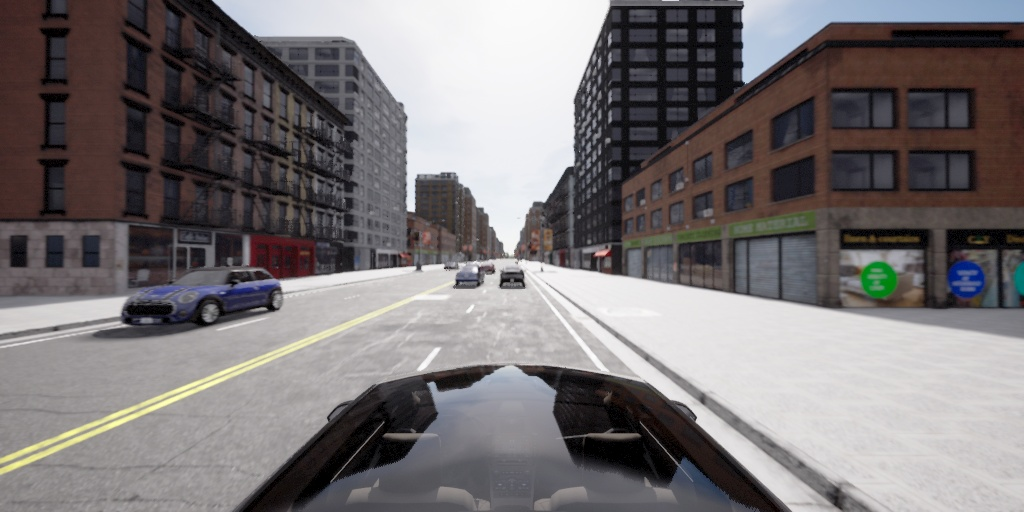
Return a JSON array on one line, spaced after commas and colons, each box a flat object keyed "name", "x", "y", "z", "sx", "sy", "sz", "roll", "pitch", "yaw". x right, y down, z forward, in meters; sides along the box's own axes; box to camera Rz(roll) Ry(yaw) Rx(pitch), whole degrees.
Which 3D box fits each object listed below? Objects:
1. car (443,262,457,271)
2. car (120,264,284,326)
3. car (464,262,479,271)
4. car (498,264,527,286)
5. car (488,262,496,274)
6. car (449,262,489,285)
[{"name": "car", "x": -9.786, "y": 1.612, "z": 58.349, "sx": 2.033, "sy": 1.411, "sz": 5.357, "roll": 0, "pitch": 0, "yaw": 1}, {"name": "car", "x": -9.839, "y": 1.159, "z": 11.905, "sx": 2.097, "sy": 1.767, "sz": 4.553, "roll": 0, "pitch": 0, "yaw": 0}, {"name": "car", "x": -6.544, "y": 1.628, "z": 58.387, "sx": 1.994, "sy": 1.385, "sz": 4.181, "roll": 0, "pitch": 0, "yaw": 0}, {"name": "car", "x": 0.045, "y": 1.396, "z": 26.894, "sx": 1.837, "sy": 1.490, "sz": 4.892, "roll": 0, "pitch": 0, "yaw": 1}, {"name": "car", "x": -3.152, "y": 1.527, "z": 47.149, "sx": 1.812, "sy": 1.442, "sz": 4.674, "roll": 0, "pitch": 0, "yaw": 0}, {"name": "car", "x": -3.145, "y": 1.439, "z": 27.305, "sx": 2.033, "sy": 1.411, "sz": 5.357, "roll": 0, "pitch": 0, "yaw": 0}]
